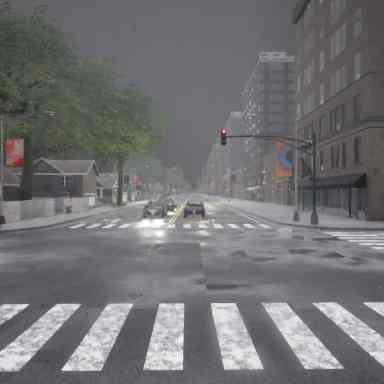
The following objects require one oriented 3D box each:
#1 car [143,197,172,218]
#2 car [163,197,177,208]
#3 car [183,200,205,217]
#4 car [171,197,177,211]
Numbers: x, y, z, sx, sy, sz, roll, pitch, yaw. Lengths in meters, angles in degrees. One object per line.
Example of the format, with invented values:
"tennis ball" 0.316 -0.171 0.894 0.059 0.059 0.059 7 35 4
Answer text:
"car" -3.263 1.501 30.175 2.128 1.511 4.902 0 0 0
"car" -3.200 1.549 49.867 1.812 1.442 4.674 0 0 0
"car" 0.205 1.501 31.094 2.128 1.511 4.902 0 0 0
"car" -3.233 1.368 39.910 2.097 1.767 4.553 0 0 0
